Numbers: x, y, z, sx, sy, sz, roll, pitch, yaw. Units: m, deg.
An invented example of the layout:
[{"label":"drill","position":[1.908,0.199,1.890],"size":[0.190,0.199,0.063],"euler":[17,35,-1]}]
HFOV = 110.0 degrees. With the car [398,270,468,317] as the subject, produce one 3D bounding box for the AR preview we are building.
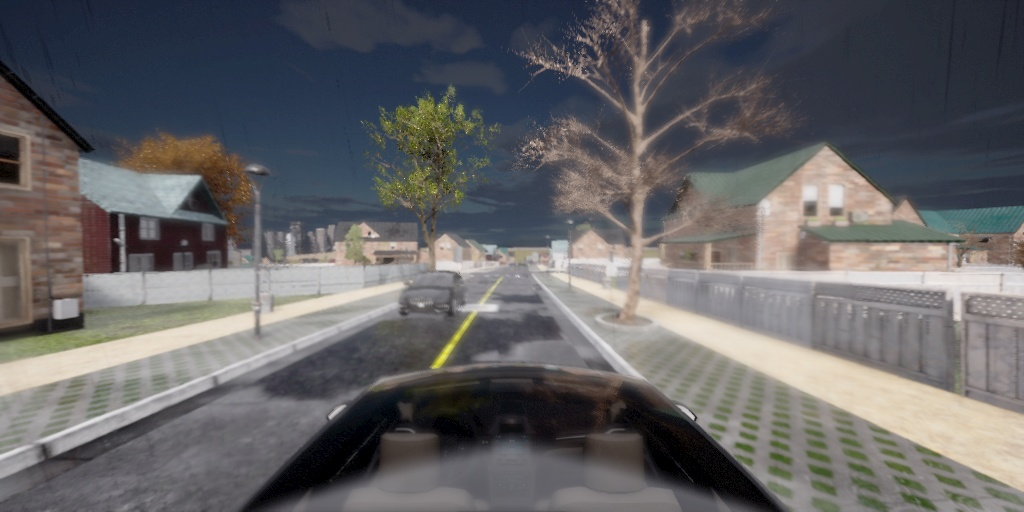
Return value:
[{"label":"car","position":[-2.790,1.316,13.598],"size":[1.837,1.490,4.892],"euler":[0,0,1]}]
